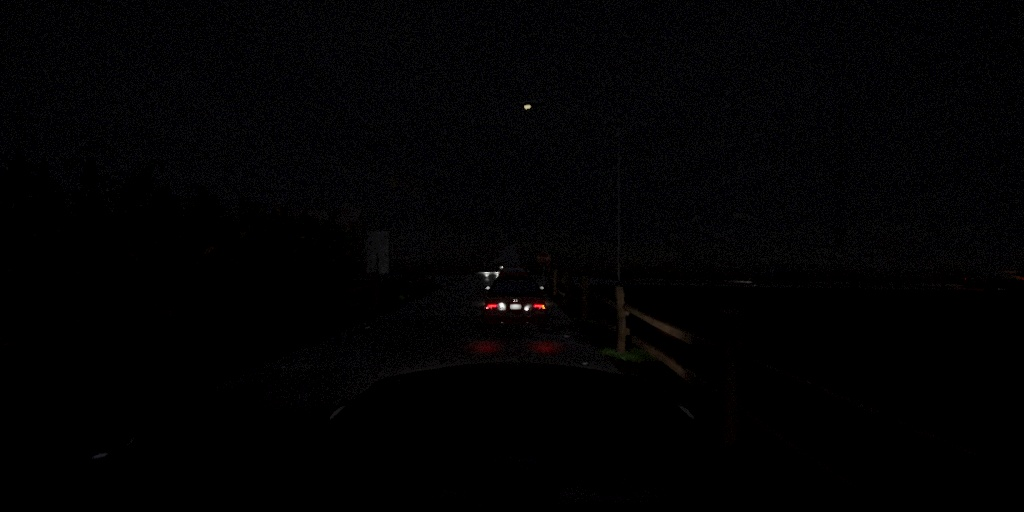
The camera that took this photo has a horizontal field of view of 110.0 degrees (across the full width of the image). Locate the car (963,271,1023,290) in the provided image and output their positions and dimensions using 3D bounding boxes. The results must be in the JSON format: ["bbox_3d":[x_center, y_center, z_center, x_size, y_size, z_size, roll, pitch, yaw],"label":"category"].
[{"bbox_3d":[42.821,2.252,31.651,4.181,1.385,1.994,1,1,1],"label":"car"}]

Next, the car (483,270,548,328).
[{"bbox_3d":[0.096,1.350,11.648,2.033,1.411,5.357,0,0,0],"label":"car"}]

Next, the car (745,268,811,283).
[{"bbox_3d":[25.663,1.868,34.625,5.357,1.411,2.033,1,1,0],"label":"car"}]

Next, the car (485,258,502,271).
[{"bbox_3d":[-2.755,1.450,51.144,1.837,1.490,4.892,0,0,0],"label":"car"}]

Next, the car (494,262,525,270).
[{"bbox_3d":[0.102,1.338,22.928,1.882,1.535,5.008,0,0,0],"label":"car"}]
